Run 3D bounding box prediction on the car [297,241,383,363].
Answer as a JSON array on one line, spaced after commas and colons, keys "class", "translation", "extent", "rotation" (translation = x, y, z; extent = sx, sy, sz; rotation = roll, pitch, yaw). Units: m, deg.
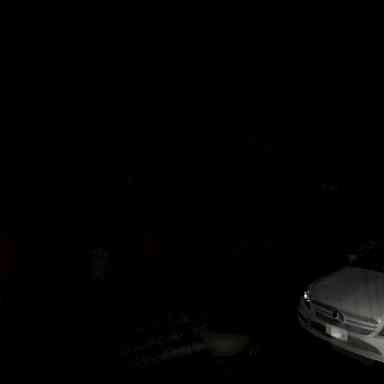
[{"class": "car", "translation": [3.803, 1.528, 5.500], "extent": [4.674, 1.442, 1.812], "rotation": [0, 0, -33]}]
